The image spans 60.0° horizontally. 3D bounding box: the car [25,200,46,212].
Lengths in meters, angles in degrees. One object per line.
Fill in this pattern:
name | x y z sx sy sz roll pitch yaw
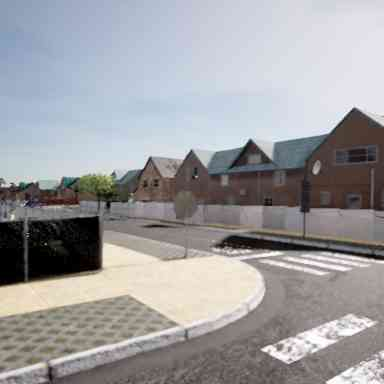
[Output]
car | -22.507 1.967 47.762 2.097 1.767 4.553 2 -2 -35
